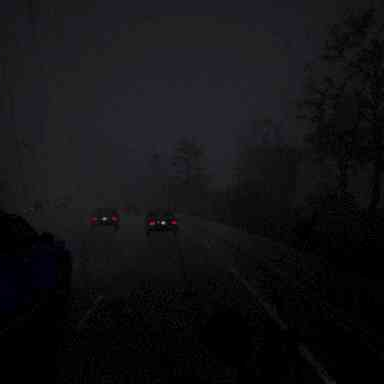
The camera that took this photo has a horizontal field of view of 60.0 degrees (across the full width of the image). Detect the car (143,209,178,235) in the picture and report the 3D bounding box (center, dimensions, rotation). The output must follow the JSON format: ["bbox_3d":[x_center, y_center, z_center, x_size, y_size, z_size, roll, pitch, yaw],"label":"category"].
[{"bbox_3d":[-1.991,1.769,20.597,2.033,1.411,5.357,0,-1,-10],"label":"car"}]

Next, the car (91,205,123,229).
[{"bbox_3d":[-6.143,1.808,23.726,2.033,1.411,5.357,0,-1,-12],"label":"car"}]

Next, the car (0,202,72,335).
[{"bbox_3d":[-3.657,1.285,5.114,2.150,2.045,5.566,0,-1,-3],"label":"car"}]

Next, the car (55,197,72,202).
[{"bbox_3d":[-20.152,1.782,51.801,2.150,2.045,5.566,0,-1,-27],"label":"car"}]

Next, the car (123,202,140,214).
[{"bbox_3d":[-7.639,1.936,41.057,2.128,1.511,4.902,0,-1,-19],"label":"car"}]

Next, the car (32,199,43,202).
[{"bbox_3d":[-22.771,1.884,49.154,2.097,1.767,4.553,0,-1,-27],"label":"car"}]
